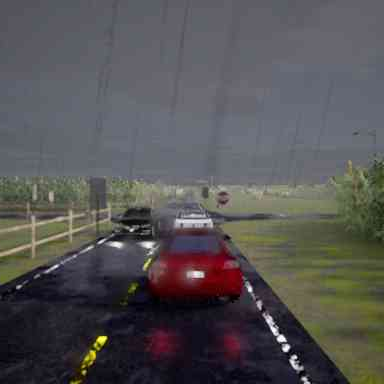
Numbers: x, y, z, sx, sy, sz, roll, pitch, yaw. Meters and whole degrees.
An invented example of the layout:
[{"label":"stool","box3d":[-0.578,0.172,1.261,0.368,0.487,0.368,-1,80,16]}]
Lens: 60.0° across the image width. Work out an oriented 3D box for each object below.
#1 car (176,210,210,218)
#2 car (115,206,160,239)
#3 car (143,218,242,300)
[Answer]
[{"label":"car","box3d":[0.071,1.636,18.290,1.895,1.301,4.718,0,0,0]},{"label":"car","box3d":[-2.787,1.543,17.786,1.837,1.490,4.892,0,-1,0]},{"label":"car","box3d":[0.082,1.583,8.488,1.994,1.385,4.181,0,0,0]}]
